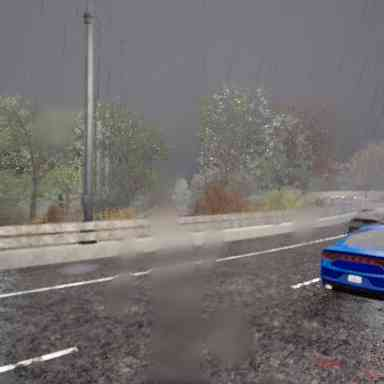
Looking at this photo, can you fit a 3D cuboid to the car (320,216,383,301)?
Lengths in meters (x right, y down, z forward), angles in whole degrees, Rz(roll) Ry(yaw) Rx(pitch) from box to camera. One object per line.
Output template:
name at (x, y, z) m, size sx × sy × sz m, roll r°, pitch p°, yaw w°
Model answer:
car at (5.015, 1.530, 7.989) m, size 5.008 × 1.535 × 1.882 m, roll 0°, pitch 0°, yaw -40°

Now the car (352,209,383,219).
car at (9.591, 1.613, 16.984) m, size 1.837 × 1.490 × 4.892 m, roll 0°, pitch 0°, yaw 45°
